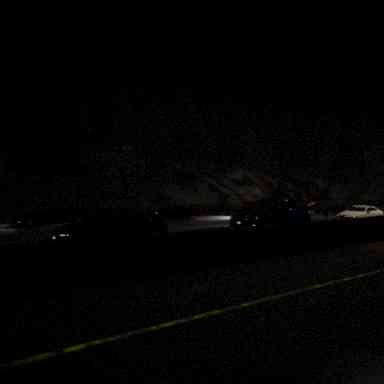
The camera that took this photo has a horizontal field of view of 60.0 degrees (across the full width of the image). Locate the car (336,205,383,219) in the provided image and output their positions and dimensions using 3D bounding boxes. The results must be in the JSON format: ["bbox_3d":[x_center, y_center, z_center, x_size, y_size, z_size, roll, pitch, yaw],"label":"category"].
[{"bbox_3d":[13.208,1.769,25.993,4.674,1.442,1.812,0,0,-35],"label":"car"}]

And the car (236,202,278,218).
[{"bbox_3d":[6.726,1.805,34.272,4.181,1.385,1.994,0,0,-35],"label":"car"}]

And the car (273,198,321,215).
[{"bbox_3d":[10.303,1.383,32.507,5.008,1.535,1.882,0,0,-35],"label":"car"}]

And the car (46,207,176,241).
[{"bbox_3d":[-3.384,1.567,14.344,4.892,1.490,1.837,1,0,-35],"label":"car"}]

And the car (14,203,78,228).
[{"bbox_3d":[-9.441,1.540,22.922,5.008,1.535,1.882,1,0,-35],"label":"car"}]

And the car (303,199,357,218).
[{"bbox_3d":[12.314,1.431,29.642,4.902,1.511,2.128,0,0,-35],"label":"car"}]

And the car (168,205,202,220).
[{"bbox_3d":[-1.519,1.774,28.486,4.718,1.301,1.895,1,0,-35],"label":"car"}]

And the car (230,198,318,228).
[{"bbox_3d":[4.879,1.398,20.148,5.566,2.045,2.150,1,0,-35],"label":"car"}]
